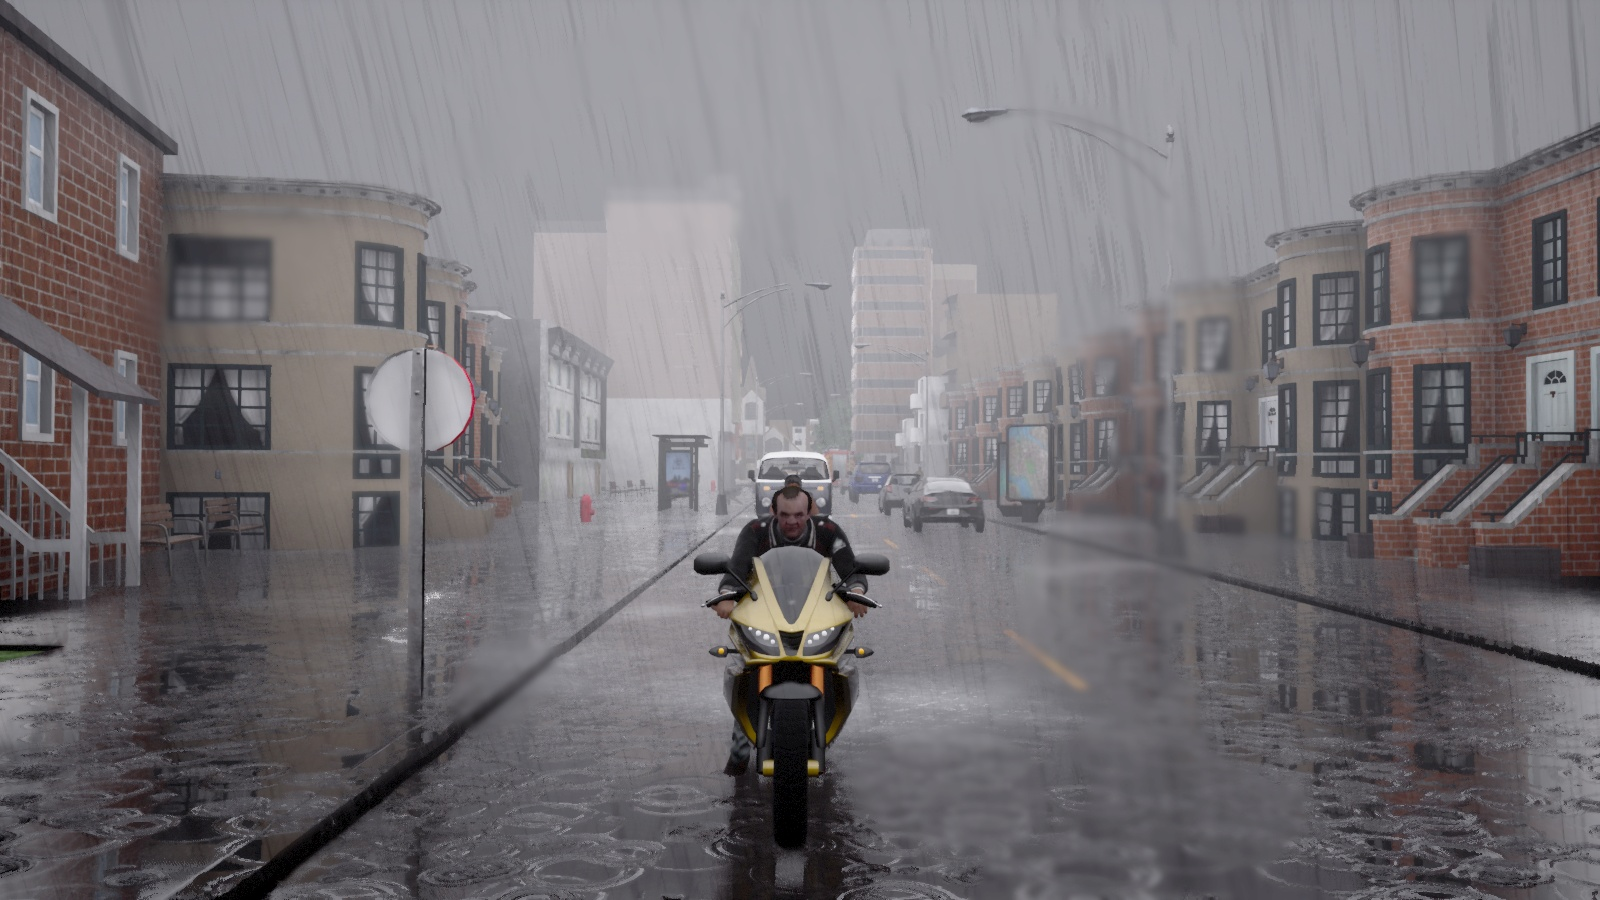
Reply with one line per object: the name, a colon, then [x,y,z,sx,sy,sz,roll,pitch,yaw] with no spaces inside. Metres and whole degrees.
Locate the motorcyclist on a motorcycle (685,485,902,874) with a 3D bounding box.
motorcyclist on a motorcycle: [-0.034,0.953,6.143,0.866,1.530,2.191,0,-1,0]

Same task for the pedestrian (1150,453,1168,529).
pedestrian: [8.881,1.009,31.060,0.376,1.854,0.720,-1,-1,19]

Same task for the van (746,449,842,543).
van: [-0.142,1.035,29.663,2.069,2.038,4.480,0,-1,0]

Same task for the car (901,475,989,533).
car: [3.841,1.394,33.949,1.812,1.442,4.674,0,-1,0]

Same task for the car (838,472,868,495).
car: [3.584,2.242,85.247,1.845,1.501,3.633,0,-1,0]

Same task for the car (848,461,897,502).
car: [3.700,1.605,64.834,2.150,2.045,5.566,0,-1,0]

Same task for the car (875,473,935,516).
car: [3.788,1.579,45.704,1.845,1.501,3.633,0,-1,0]
